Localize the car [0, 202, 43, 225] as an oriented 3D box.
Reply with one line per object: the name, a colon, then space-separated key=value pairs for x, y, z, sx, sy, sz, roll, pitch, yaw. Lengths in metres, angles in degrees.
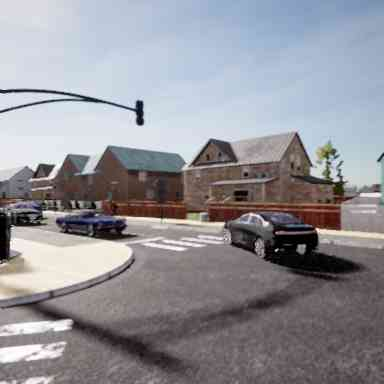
car: x=-13.113 y=1.630 z=25.311 sx=4.902 sy=1.511 sz=2.128 roll=-1 pitch=-1 yaw=42

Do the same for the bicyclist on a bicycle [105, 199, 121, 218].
bicyclist on a bicycle: x=-6.517 y=1.429 z=27.249 sx=0.582 sy=1.620 sz=1.656 roll=-1 pitch=0 yaw=42

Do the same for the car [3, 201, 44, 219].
car: x=-16.374 y=1.685 z=32.242 sx=5.008 sy=1.535 sz=1.882 roll=-1 pitch=-1 yaw=42

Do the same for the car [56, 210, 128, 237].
car: x=-5.635 y=1.662 z=18.521 sx=4.718 sy=1.301 sz=1.895 roll=-1 pitch=-1 yaw=43

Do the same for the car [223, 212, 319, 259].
car: x=2.749 y=1.498 z=12.764 sx=2.128 sy=1.511 sz=4.902 roll=0 pitch=0 yaw=-17
